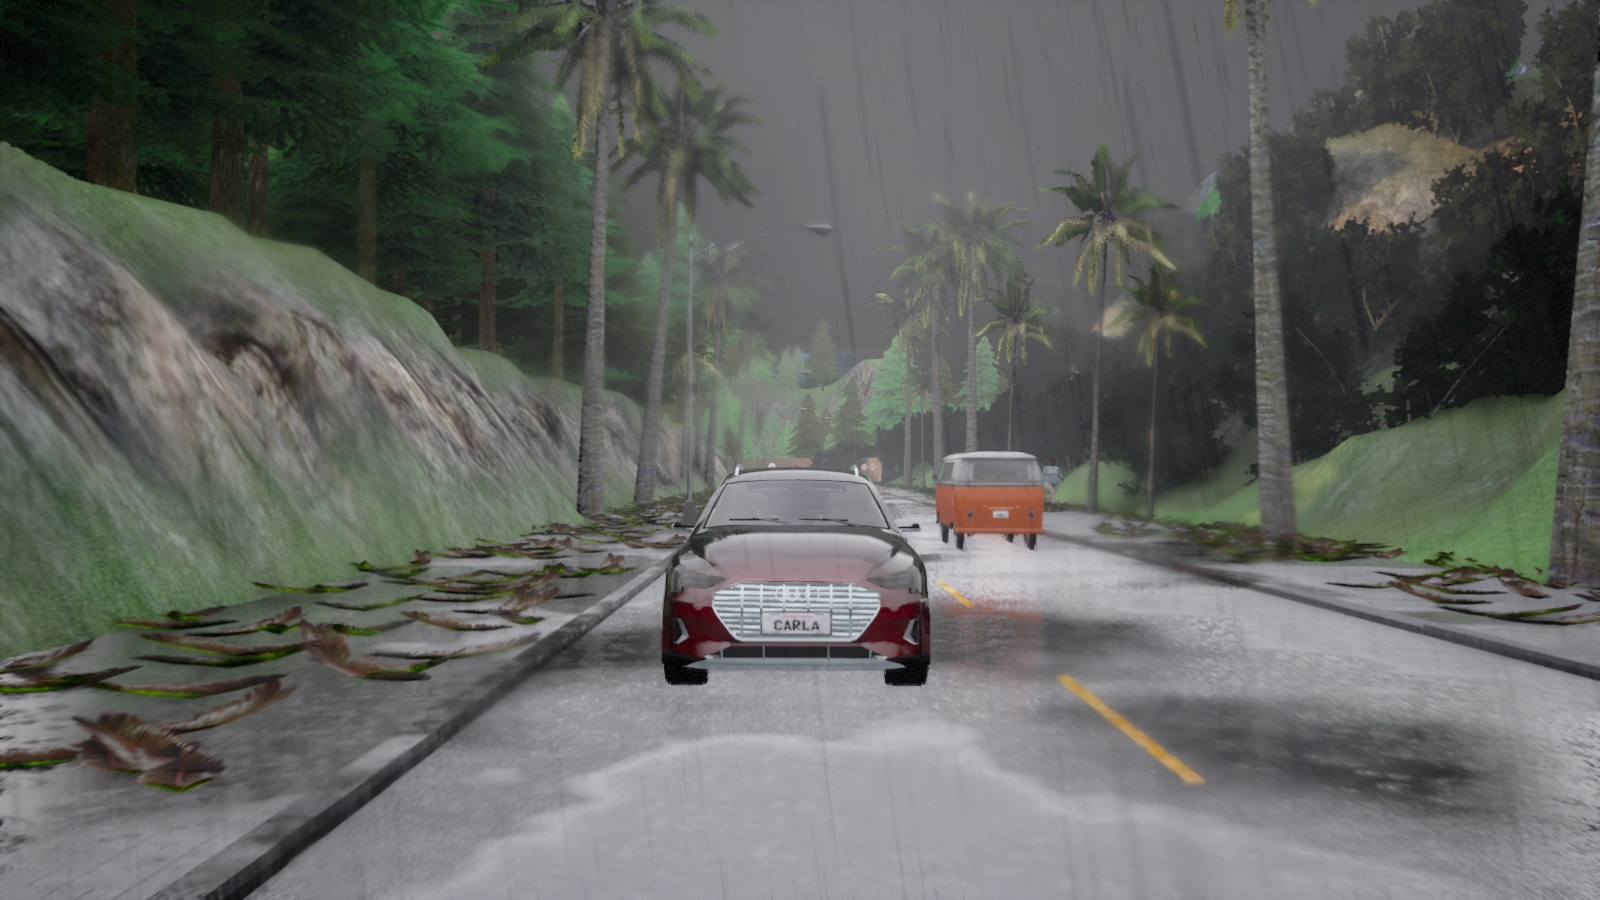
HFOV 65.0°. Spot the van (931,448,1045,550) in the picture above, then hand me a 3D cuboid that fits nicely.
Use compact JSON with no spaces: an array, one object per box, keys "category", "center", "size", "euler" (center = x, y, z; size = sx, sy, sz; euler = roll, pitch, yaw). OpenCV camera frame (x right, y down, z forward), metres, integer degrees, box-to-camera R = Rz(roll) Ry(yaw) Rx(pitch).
[{"category":"van","center":[3.942,1.003,27.000],"size":[1.775,1.987,4.442],"euler":[0,-1,0]}]

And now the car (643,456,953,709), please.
[{"category":"car","center":[-0.023,0.925,10.698],"size":[2.033,1.649,4.856],"euler":[0,-1,0]}]

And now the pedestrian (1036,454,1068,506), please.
[{"category":"pedestrian","center":[9.084,1.085,45.319],"size":[0.874,1.855,0.900],"euler":[0,-1,-10]}]
